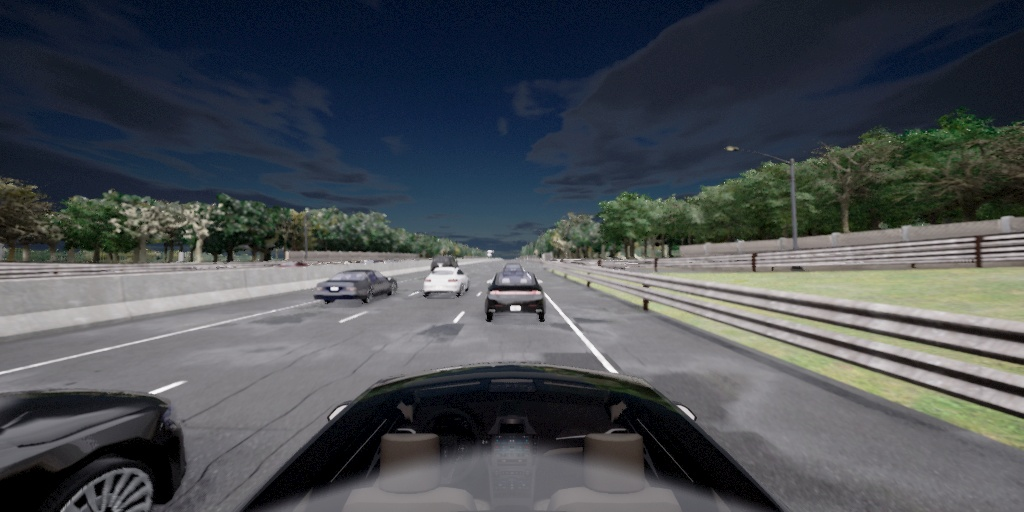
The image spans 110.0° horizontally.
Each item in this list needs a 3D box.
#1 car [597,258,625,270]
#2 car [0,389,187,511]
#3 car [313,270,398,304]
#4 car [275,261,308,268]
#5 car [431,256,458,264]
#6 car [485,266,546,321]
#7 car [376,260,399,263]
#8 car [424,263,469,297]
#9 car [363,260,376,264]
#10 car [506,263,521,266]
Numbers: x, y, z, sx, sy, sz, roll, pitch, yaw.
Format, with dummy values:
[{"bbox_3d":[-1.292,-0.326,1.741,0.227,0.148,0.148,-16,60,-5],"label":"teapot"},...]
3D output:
[{"bbox_3d":[14.015,1.067,51.182,2.097,1.767,4.553,0,-1,-19],"label":"car"},{"bbox_3d":[-3.400,1.239,0.712,2.128,1.511,4.902,0,0,0],"label":"car"},{"bbox_3d":[-6.899,1.328,16.449,2.033,1.411,5.357,0,0,0],"label":"car"},{"bbox_3d":[-24.585,1.343,40.130,1.812,1.442,4.674,0,0,0],"label":"car"},{"bbox_3d":[-6.898,1.033,37.159,2.150,2.045,5.566,0,0,0],"label":"car"},{"bbox_3d":[0.101,1.264,12.513,2.128,1.511,4.902,0,0,0],"label":"car"},{"bbox_3d":[-17.522,1.346,51.978,1.837,1.490,4.892,0,-1,0],"label":"car"},{"bbox_3d":[-3.398,1.310,19.053,1.812,1.442,4.674,0,0,0],"label":"car"},{"bbox_3d":[-21.008,1.369,53.469,1.812,1.442,4.674,0,0,0],"label":"car"},{"bbox_3d":[0.102,1.351,32.000,2.033,1.411,5.357,0,0,0],"label":"car"}]
